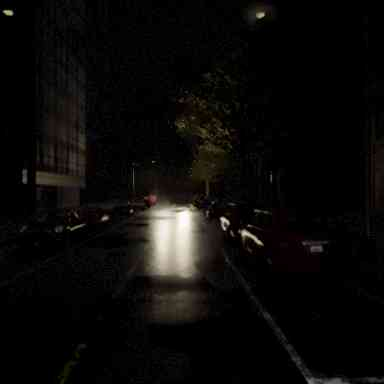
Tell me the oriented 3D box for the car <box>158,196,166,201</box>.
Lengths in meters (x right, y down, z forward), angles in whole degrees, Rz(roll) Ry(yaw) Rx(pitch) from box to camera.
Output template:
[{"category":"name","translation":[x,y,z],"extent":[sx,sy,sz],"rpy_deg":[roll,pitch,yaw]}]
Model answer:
[{"category":"car","translation":[-8.362,1.893,93.860],"extent":[1.947,1.339,4.313],"rpy_deg":[0,0,-2]}]

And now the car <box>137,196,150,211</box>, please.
[{"category":"car","translation":[-6.885,1.636,42.964],"extent":[1.752,1.417,4.829],"rpy_deg":[0,0,-2]}]

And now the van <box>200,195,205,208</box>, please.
[{"category":"van","translation":[1.959,1.382,32.097],"extent":[1.690,1.788,3.998],"rpy_deg":[0,0,-2]}]

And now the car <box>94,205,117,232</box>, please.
[{"category":"car","translation":[-6.235,1.608,20.588],"extent":[1.887,1.381,4.507],"rpy_deg":[0,0,-2]}]

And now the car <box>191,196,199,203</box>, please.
[{"category":"car","translation":[0.645,1.728,77.364],"extent":[1.752,1.417,4.829],"rpy_deg":[0,0,-2]}]

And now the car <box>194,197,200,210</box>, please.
[{"category":"car","translation":[1.632,1.649,43.372],"extent":[1.802,1.307,4.206],"rpy_deg":[0,0,-2]}]

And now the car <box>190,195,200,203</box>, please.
[{"category":"car","translation":[1.303,1.425,54.646],"extent":[2.192,1.841,5.009],"rpy_deg":[0,0,-2]}]

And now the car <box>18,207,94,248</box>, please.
[{"category":"car","translation":[-6.072,1.492,14.952],"extent":[1.967,1.590,4.097],"rpy_deg":[0,0,-2]}]

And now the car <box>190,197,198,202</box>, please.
[{"category":"car","translation":[0.487,1.809,82.830],"extent":[1.802,1.307,4.206],"rpy_deg":[0,0,-2]}]

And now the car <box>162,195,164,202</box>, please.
[{"category":"car","translation":[-7.709,1.537,71.316],"extent":[2.192,1.841,5.009],"rpy_deg":[0,0,-2]}]

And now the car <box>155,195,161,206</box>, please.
[{"category":"car","translation":[-7.382,1.492,60.044],"extent":[2.192,1.841,5.009],"rpy_deg":[0,0,-2]}]

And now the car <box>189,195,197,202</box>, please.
[{"category":"car","translation":[0.322,1.694,88.469],"extent":[1.967,1.590,4.097],"rpy_deg":[0,0,-2]}]

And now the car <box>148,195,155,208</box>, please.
[{"category":"car","translation":[-7.055,1.447,48.770],"extent":[2.192,1.841,5.009],"rpy_deg":[0,0,-2]}]

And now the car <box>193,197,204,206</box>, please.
[{"category":"car","translation":[1.141,1.677,60.282],"extent":[1.887,1.381,4.507],"rpy_deg":[0,0,-2]}]

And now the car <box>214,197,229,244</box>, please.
[{"category":"car","translation":[2.449,1.323,15.185],"extent":[2.192,1.841,5.009],"rpy_deg":[0,0,-2]}]

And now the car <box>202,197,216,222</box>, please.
[{"category":"car","translation":[2.123,1.470,26.460],"extent":[1.967,1.590,4.097],"rpy_deg":[0,0,-2]}]

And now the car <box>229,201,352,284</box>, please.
[{"category":"car","translation":[2.613,1.313,9.549],"extent":[2.192,1.841,5.009],"rpy_deg":[0,0,-2]}]

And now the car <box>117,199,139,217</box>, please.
[{"category":"car","translation":[-6.562,1.667,31.862],"extent":[1.802,1.307,4.206],"rpy_deg":[0,0,-2]}]

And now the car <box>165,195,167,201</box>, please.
[{"category":"car","translation":[-8.199,1.864,88.225],"extent":[1.947,1.339,4.313],"rpy_deg":[0,0,-2]}]

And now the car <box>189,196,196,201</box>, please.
[{"category":"car","translation":[0.160,1.865,94.104],"extent":[1.802,1.307,4.206],"rpy_deg":[0,0,-2]}]

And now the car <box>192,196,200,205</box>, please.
[{"category":"car","translation":[1.468,1.654,49.007],"extent":[1.947,1.339,4.313],"rpy_deg":[0,0,-2]}]
